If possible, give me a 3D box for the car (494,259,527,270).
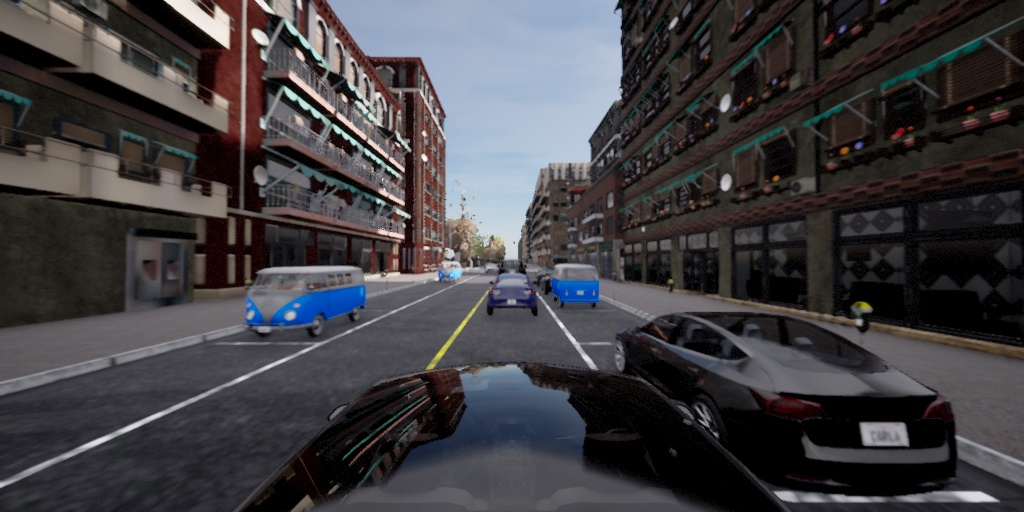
[{"bbox_3d":[0.029,1.274,28.146,2.150,2.045,5.566,0,0,1],"label":"car"}]

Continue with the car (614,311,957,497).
[{"bbox_3d":[2.692,1.349,4.667,1.948,1.339,4.313,0,0,0],"label":"car"}]

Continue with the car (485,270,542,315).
[{"bbox_3d":[0.043,1.417,14.238,1.812,1.442,4.674,0,-1,1],"label":"car"}]

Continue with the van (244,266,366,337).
[{"bbox_3d":[-5.690,1.187,10.328,1.690,1.789,3.998,0,0,0],"label":"van"}]

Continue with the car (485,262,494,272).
[{"bbox_3d":[-3.062,1.891,54.287,1.812,1.442,4.674,0,-1,1],"label":"car"}]

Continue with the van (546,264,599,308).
[{"bbox_3d":[2.690,1.251,15.991,1.690,1.789,3.998,0,0,0],"label":"van"}]

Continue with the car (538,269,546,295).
[{"bbox_3d":[2.689,1.542,21.652,1.948,1.339,4.313,0,0,0],"label":"car"}]

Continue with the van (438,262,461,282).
[{"bbox_3d":[-5.694,1.448,32.973,1.690,1.789,3.998,0,0,0],"label":"van"}]
